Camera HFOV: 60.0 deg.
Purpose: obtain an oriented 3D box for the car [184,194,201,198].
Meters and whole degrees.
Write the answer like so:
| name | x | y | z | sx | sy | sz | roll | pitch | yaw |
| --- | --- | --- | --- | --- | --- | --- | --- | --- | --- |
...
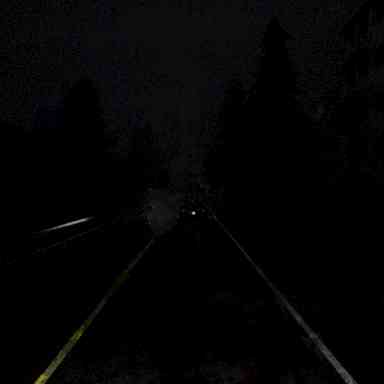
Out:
| name | x | y | z | sx | sy | sz | roll | pitch | yaw |
| --- | --- | --- | --- | --- | --- | --- | --- | --- | --- |
| car | 0.101 | 1.042 | 41.233 | 2.097 | 1.767 | 4.553 | 0 | 0 | 0 |

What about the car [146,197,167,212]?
| name | x | y | z | sx | sy | sz | roll | pitch | yaw |
| --- | --- | --- | --- | --- | --- | --- | --- | --- | --- |
| car | -3.594 | 1.234 | 34.228 | 2.128 | 1.511 | 4.902 | 0 | 0 | 0 |

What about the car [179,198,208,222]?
| name | x | y | z | sx | sy | sz | roll | pitch | yaw |
| --- | --- | --- | --- | --- | --- | --- | --- | --- | --- |
| car | 0.100 | 1.380 | 24.348 | 1.994 | 1.385 | 4.181 | 0 | 0 | 0 |
